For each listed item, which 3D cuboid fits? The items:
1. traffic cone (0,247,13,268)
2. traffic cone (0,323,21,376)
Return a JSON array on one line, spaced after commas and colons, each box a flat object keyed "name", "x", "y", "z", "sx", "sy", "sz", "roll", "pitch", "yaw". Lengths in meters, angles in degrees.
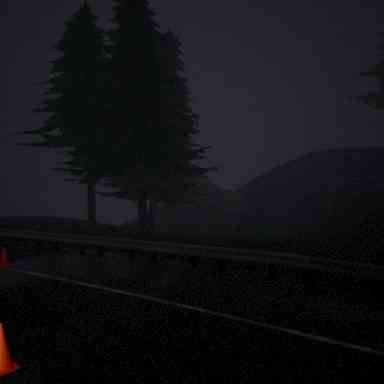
[{"name": "traffic cone", "x": -5.677, "y": 1.968, "z": 10.092, "sx": 0.340, "sy": 0.580, "sz": 0.340, "roll": 0, "pitch": 0, "yaw": 34}, {"name": "traffic cone", "x": -2.428, "y": 1.961, "z": 4.223, "sx": 0.340, "sy": 0.580, "sz": 0.340, "roll": 0, "pitch": 0, "yaw": 34}]
